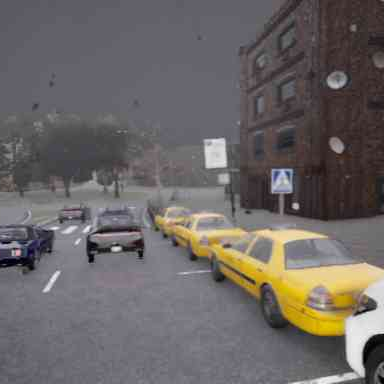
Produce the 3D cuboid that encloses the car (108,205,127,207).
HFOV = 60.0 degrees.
[{"bbox_3d":[-5.907,1.680,26.541,1.895,1.301,4.718,-1,0,-9],"label":"car"}]

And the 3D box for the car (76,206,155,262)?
[{"bbox_3d":[-2.862,1.528,12.481,2.128,1.511,4.902,-2,0,-13],"label":"car"}]

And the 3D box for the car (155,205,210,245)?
[{"bbox_3d":[-0.883,1.448,17.669,1.946,1.575,5.366,-2,0,-14],"label":"car"}]

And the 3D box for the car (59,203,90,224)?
[{"bbox_3d":[-9.176,1.642,26.466,2.128,1.511,4.902,-1,0,-9],"label":"car"}]

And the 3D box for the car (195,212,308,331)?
[{"bbox_3d":[1.781,1.409,6.947,1.946,1.575,5.366,-2,0,-14],"label":"car"}]

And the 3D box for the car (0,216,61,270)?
[{"bbox_3d":[-5.880,1.720,11.138,1.895,1.301,4.718,-2,0,-13],"label":"car"}]

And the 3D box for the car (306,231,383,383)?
[{"bbox_3d":[3.177,1.141,1.309,2.435,2.045,5.566,-2,0,-14],"label":"car"}]
